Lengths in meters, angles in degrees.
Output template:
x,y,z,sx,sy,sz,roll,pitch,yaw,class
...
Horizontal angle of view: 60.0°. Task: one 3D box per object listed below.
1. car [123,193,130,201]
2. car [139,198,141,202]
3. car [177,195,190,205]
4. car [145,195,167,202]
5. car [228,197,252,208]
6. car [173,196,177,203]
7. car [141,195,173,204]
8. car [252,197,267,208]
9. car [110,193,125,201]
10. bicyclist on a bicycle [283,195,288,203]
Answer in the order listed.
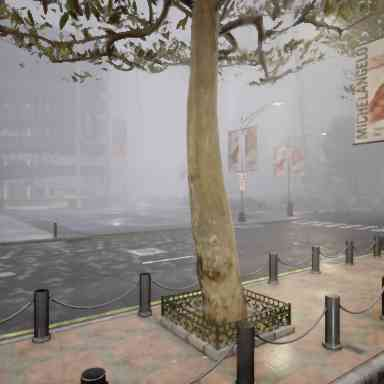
x,y,z,sx,sy,sz,roll,pitch,yaw,class
-17.935,1.165,81.196,5.566,2.045,2.150,0,0,11,car
-9.589,1.524,74.201,4.674,1.442,1.812,0,0,26,car
0.140,1.352,55.523,2.097,1.767,4.553,0,0,-38,car
-8.377,1.525,77.501,4.902,1.511,2.128,0,0,26,car
5.626,1.547,48.119,2.033,1.411,5.357,0,0,-36,car
-3.275,1.491,64.969,4.902,1.511,2.128,0,0,44,car
-6.685,1.547,63.376,5.357,1.411,2.033,0,0,41,car
8.932,1.477,49.510,1.882,1.535,5.008,0,0,-37,car
-18.867,1.545,77.822,4.718,1.301,1.895,0,0,11,car
17.527,1.300,62.337,1.656,1.620,0.582,0,0,-36,bicyclist on a bicycle
